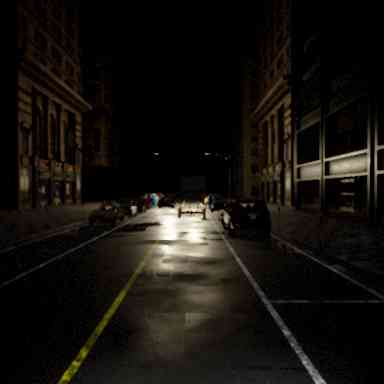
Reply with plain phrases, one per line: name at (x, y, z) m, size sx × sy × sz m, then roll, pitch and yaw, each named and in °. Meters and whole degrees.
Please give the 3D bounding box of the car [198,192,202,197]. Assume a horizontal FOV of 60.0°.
car at (2.749, 1.293, 68.015) m, size 1.802 × 1.307 × 4.206 m, roll 0°, pitch 0°, yaw 0°

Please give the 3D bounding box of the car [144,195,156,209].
car at (-5.770, 1.369, 39.908) m, size 1.887 × 1.381 × 4.507 m, roll 0°, pitch 0°, yaw 0°

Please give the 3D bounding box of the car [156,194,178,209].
car at (-3.100, 1.297, 41.023) m, size 1.882 × 1.535 × 5.008 m, roll 0°, pitch 0°, yaw 0°

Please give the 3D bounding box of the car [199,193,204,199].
car at (2.750, 1.315, 62.397) m, size 1.802 × 1.307 × 4.206 m, roll 0°, pitch 0°, yaw 0°

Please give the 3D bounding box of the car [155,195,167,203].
car at (-5.775, 1.260, 62.212) m, size 1.752 × 1.417 × 4.829 m, roll 0°, pitch 0°, yaw 0°

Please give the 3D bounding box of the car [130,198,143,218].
car at (-5.768, 1.422, 28.678) m, size 2.008 × 1.369 × 4.403 m, roll 0°, pitch 0°, yaw 0°

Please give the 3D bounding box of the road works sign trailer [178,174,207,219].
road works sign trailer at (-0.005, 0.339, 27.664) m, size 2.380 × 3.560 × 2.880 m, roll 0°, pitch 0°, yaw 0°

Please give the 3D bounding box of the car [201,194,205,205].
car at (2.752, 1.304, 51.329) m, size 1.752 × 1.417 × 4.829 m, roll 0°, pitch 0°, yaw 0°

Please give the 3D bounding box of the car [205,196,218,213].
car at (2.756, 1.398, 34.303) m, size 2.008 × 1.369 × 4.403 m, roll 0°, pitch 0°, yaw 0°

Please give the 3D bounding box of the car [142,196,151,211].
car at (-5.769, 1.392, 34.290) m, size 1.887 × 1.381 × 4.507 m, roll 0°, pitch 0°, yaw 0°

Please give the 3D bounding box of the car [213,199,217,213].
car at (2.758, 1.446, 23.065) m, size 2.008 × 1.369 × 4.403 m, roll 0°, pitch 0°, yaw 0°

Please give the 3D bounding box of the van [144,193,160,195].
van at (-5.772, 1.143, 45.526) m, size 1.690 × 1.788 × 3.998 m, roll 0°, pitch 0°, yaw 0°

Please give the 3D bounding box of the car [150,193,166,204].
car at (-5.774, 1.071, 56.763) m, size 2.192 × 1.841 × 5.009 m, roll 0°, pitch 0°, yaw 0°

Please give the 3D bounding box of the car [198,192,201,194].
car at (2.747, 1.214, 73.804) m, size 1.752 × 1.417 × 4.829 m, roll 0°, pitch 0°, yaw 0°

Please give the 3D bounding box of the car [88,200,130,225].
car at (-5.767, 1.421, 22.883) m, size 1.752 × 1.417 × 4.829 m, roll 0°, pitch 0°, yaw 0°

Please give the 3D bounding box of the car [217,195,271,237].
car at (2.760, 1.234, 17.446) m, size 2.192 × 1.841 × 5.009 m, roll 0°, pitch 0°, yaw 0°

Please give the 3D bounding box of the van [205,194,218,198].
van at (2.755, 1.165, 39.921) m, size 1.690 × 1.788 × 3.998 m, roll 0°, pitch 0°, yaw 0°
